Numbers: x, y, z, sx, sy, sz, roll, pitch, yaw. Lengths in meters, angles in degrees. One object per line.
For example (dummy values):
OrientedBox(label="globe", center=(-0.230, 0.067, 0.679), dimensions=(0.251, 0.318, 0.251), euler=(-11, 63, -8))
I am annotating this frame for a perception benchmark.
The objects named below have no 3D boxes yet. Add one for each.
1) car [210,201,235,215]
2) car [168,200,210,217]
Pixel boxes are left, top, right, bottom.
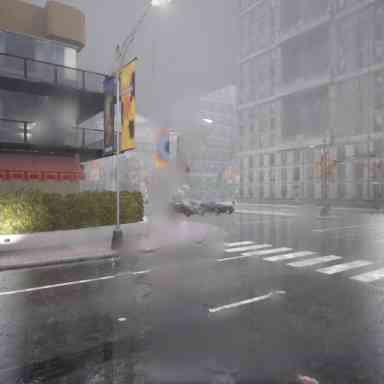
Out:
OrientedBox(label="car", center=(2.227, 1.601, 34.117), dimensions=(1.895, 1.301, 4.718), euler=(0, 0, -35))
OrientedBox(label="car", center=(-0.624, 1.526, 32.087), dimensions=(1.812, 1.442, 4.674), euler=(0, 0, -35))
